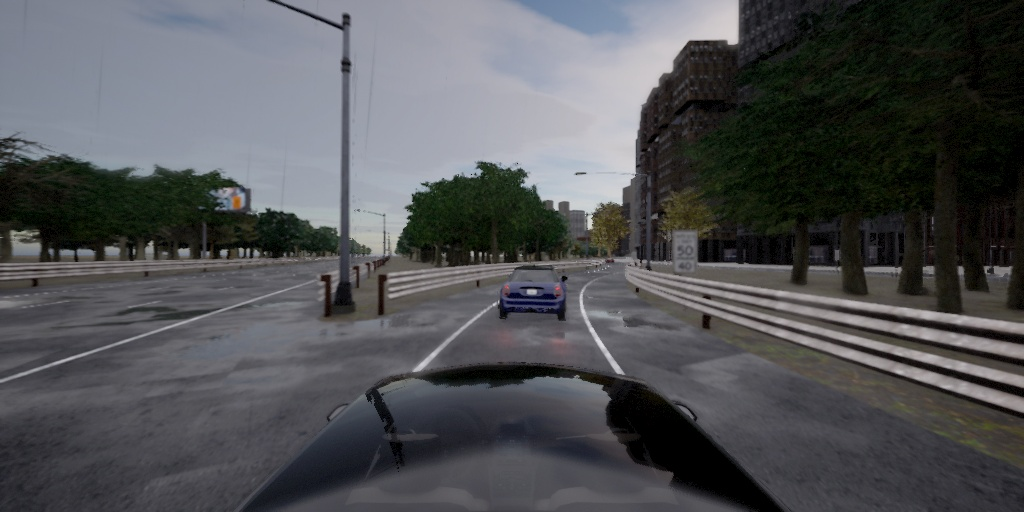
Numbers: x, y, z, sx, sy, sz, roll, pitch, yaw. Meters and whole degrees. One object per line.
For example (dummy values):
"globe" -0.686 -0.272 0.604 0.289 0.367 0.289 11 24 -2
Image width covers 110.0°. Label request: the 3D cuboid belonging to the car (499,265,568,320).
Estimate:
"car" 0.903 1.102 12.892 2.097 1.767 4.553 1 0 8
